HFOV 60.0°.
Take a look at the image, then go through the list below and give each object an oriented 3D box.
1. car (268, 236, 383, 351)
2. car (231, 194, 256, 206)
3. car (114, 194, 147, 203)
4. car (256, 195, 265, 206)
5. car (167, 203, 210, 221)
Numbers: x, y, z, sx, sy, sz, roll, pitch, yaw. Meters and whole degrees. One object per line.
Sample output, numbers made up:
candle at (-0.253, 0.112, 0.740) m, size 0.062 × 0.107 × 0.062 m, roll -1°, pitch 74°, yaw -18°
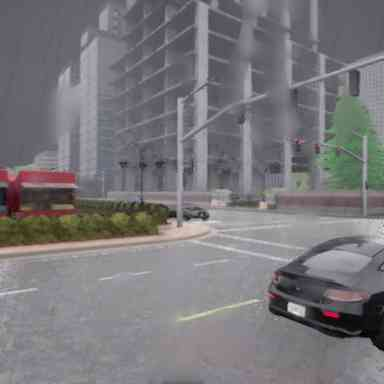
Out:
car at (3.400, 1.562, 6.185) m, size 4.674 × 1.442 × 1.812 m, roll 0°, pitch 0°, yaw -35°
car at (8.282, 1.343, 55.759) m, size 1.905 × 1.878 × 3.866 m, roll 0°, pitch 0°, yaw -36°
car at (-6.689, 1.257, 36.063) m, size 2.150 × 2.045 × 5.566 m, roll 0°, pitch 0°, yaw -36°
car at (10.674, 1.361, 57.471) m, size 1.905 × 1.878 × 3.866 m, roll 0°, pitch 0°, yaw -36°
car at (-0.396, 1.600, 27.373) m, size 1.994 × 1.385 × 4.181 m, roll 0°, pitch 0°, yaw -36°
